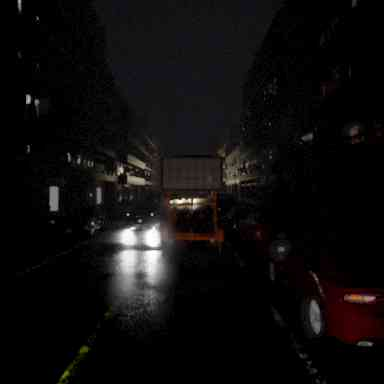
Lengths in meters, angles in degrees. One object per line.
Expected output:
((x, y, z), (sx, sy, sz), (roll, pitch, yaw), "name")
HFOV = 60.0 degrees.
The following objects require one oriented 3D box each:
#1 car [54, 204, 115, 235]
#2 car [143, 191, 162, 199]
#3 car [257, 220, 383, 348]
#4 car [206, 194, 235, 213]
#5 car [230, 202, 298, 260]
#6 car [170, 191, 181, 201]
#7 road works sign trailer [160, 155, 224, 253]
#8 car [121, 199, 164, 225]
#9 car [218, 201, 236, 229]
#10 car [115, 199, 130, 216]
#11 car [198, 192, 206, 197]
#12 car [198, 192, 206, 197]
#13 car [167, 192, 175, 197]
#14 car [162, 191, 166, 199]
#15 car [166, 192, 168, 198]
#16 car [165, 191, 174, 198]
((-5.686, 1.408, 17.568), (1.947, 1.339, 4.313), (0, 1, 0), "car")
((-5.681, 1.025, 45.750), (1.967, 1.590, 4.097), (0, 1, 0), "car")
((2.693, 1.488, 6.292), (1.887, 1.381, 4.507), (0, 1, 0), "car")
((2.698, 1.055, 28.834), (2.192, 1.841, 5.009), (0, 1, 0), "car")
((2.694, 1.333, 11.927), (1.967, 1.590, 4.097), (0, 1, 0), "car")
((-3.018, 0.946, 63.608), (1.812, 1.442, 4.674), (0, 1, 1), "car")
((0.002, 0.347, 13.052), (2.380, 3.560, 2.880), (0, 1, 0), "road works sign trailer")
((-3.097, 1.403, 22.027), (1.895, 1.301, 4.718), (0, 1, 0), "car")
((2.695, 1.393, 17.564), (2.008, 1.369, 4.403), (0, 1, 0), "car")
((-5.684, 1.267, 28.671), (1.752, 1.417, 4.829), (0, 1, 0), "car")
((2.707, 0.709, 90.834), (1.887, 1.381, 4.507), (0, 1, 0), "car")
((2.705, 0.794, 79.732), (1.752, 1.417, 4.829), (0, 1, 0), "car")
((-5.673, 0.709, 90.840), (1.887, 1.381, 4.507), (0, 1, 0), "car")
((-5.679, 0.848, 51.385), (2.192, 1.841, 5.009), (0, 1, 0), "car")
((-5.680, 1.063, 57.023), (1.802, 1.307, 4.206), (0, 1, 0), "car")
((-5.674, 0.657, 85.202), (1.967, 1.590, 4.097), (0, 1, 0), "car")
